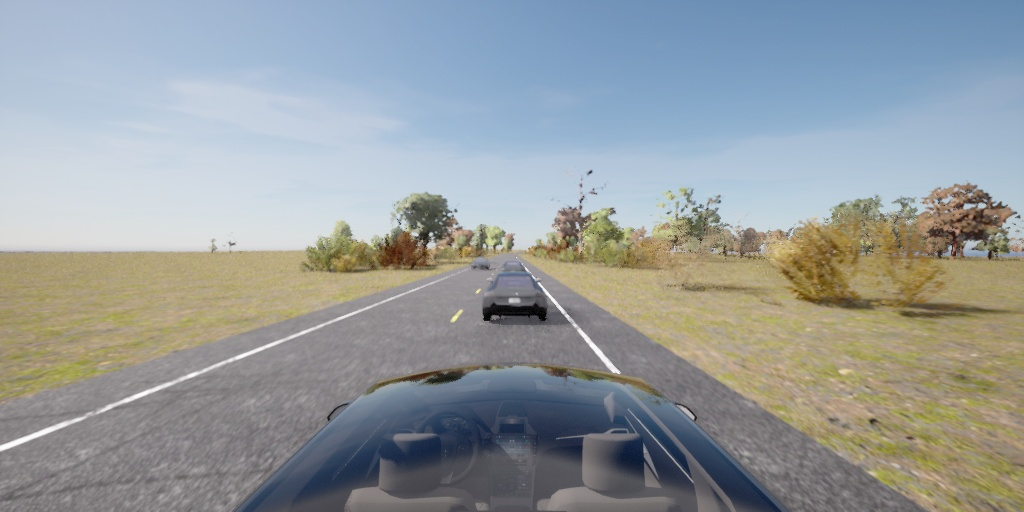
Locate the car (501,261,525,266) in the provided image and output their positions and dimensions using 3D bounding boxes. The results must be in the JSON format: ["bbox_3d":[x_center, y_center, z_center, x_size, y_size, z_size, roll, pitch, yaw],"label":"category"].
[{"bbox_3d":[0.082,1.052,27.522,1.994,1.385,4.181,0,1,0],"label":"car"}]

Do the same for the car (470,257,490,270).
[{"bbox_3d":[-3.600,0.864,41.218,1.812,1.442,4.674,0,1,0],"label":"car"}]

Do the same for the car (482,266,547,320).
[{"bbox_3d":[0.082,1.213,12.163,1.994,1.385,4.181,0,1,0],"label":"car"}]
